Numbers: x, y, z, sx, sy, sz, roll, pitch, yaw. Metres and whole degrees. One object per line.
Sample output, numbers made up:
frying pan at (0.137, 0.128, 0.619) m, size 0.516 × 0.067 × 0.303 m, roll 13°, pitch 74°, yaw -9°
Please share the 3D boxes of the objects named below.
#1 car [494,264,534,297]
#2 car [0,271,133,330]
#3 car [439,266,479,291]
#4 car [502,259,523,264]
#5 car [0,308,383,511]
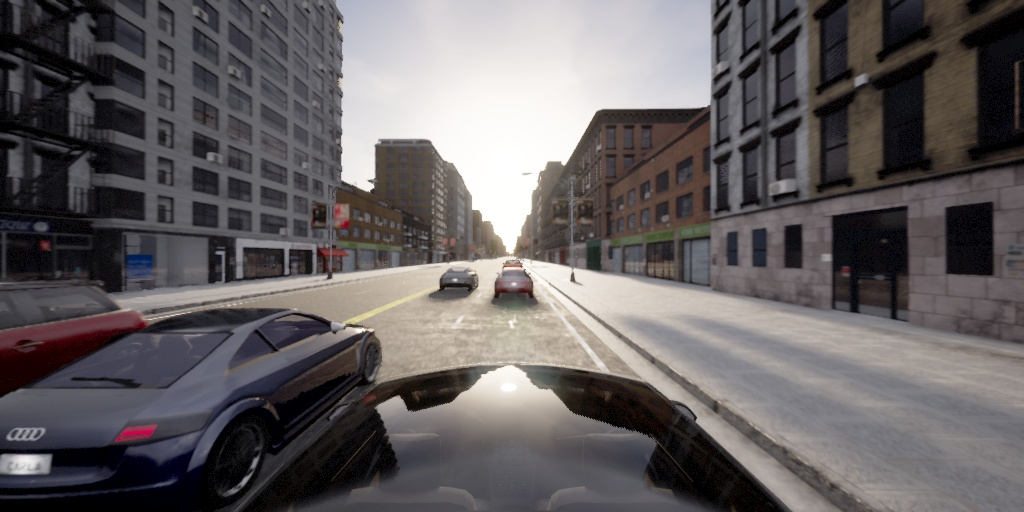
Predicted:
car at (0.096, 1.301, 18.879) m, size 1.994 × 1.385 × 4.181 m, roll 0°, pitch 0°, yaw 0°
car at (-6.600, 1.101, 3.606) m, size 2.097 × 1.767 × 4.553 m, roll 0°, pitch 0°, yaw 0°
car at (-3.152, 1.299, 21.857) m, size 1.994 × 1.385 × 4.181 m, roll 0°, pitch 0°, yaw 0°
car at (0.092, 1.082, 36.705) m, size 2.097 × 1.767 × 4.553 m, roll 0°, pitch 0°, yaw 0°
car at (-3.150, 1.312, 4.327) m, size 1.994 × 1.385 × 4.181 m, roll 0°, pitch 0°, yaw 0°
